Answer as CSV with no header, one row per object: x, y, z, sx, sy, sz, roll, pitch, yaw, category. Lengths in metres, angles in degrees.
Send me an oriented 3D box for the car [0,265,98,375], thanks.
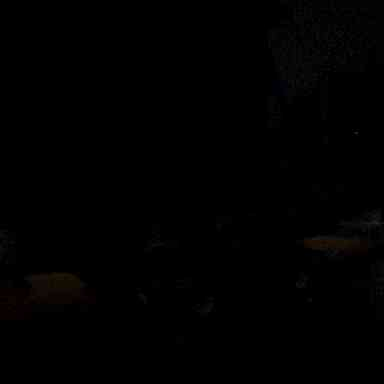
-3.670,1.527,4.024,4.829,1.417,1.752,0,0,-36,car

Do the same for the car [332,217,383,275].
5.163,1.503,10.366,4.829,1.417,1.752,0,0,-36,car

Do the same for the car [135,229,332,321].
0.885,1.555,7.294,4.313,1.339,1.947,0,0,-36,car
